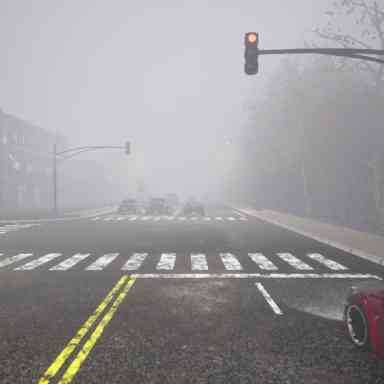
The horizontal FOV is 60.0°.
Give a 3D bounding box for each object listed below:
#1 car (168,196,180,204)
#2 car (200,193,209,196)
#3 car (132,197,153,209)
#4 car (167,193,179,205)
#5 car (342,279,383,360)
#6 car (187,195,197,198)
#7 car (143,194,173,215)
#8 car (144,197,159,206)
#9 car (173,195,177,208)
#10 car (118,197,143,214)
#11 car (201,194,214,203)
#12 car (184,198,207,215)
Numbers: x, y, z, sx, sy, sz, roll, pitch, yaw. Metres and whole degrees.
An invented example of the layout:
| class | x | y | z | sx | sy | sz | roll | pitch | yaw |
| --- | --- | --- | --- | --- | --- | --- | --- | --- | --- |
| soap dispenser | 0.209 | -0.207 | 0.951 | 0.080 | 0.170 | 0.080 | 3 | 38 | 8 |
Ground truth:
| class | x | y | z | sx | sy | sz | roll | pitch | yaw |
| --- | --- | --- | --- | --- | --- | --- | --- | --- | --- |
| car | -3.406 | 1.523 | 64.569 | 2.033 | 1.411 | 5.357 | 0 | 0 | 0 |
| car | 3.123 | 1.194 | 76.296 | 2.150 | 2.045 | 5.566 | 0 | 0 | 0 |
| car | -6.663 | 1.476 | 45.098 | 2.128 | 1.511 | 4.902 | 0 | 0 | 0 |
| car | -3.425 | 1.202 | 53.965 | 2.150 | 2.045 | 5.566 | 0 | 0 | 1 |
| car | 3.347 | 1.563 | 3.531 | 1.994 | 1.385 | 4.181 | 0 | 0 | 0 |
| car | -0.013 | 1.327 | 66.451 | 2.097 | 1.767 | 4.553 | 0 | 0 | 0 |
| car | -3.403 | 1.342 | 34.133 | 2.097 | 1.767 | 4.553 | 0 | 0 | 0 |
| car | -6.668 | 1.506 | 55.231 | 1.812 | 1.442 | 4.674 | 0 | 0 | 0 |
| car | -3.411 | 1.533 | 43.607 | 2.033 | 1.411 | 5.357 | 0 | 0 | 1 |
| car | -6.653 | 1.494 | 35.675 | 1.837 | 1.490 | 4.892 | 0 | 0 | 0 |
| car | 3.235 | 1.576 | 66.113 | 1.895 | 1.301 | 4.718 | 0 | 0 | 0 |
| car | 0.144 | 1.591 | 33.132 | 1.895 | 1.301 | 4.718 | 0 | 0 | -1 |
